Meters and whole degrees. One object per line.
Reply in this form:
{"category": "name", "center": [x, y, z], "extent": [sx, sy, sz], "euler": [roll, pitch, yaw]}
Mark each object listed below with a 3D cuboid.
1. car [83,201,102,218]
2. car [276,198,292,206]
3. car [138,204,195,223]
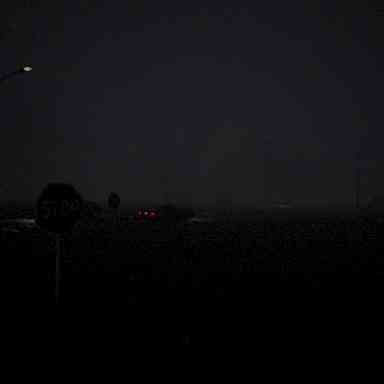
{"category": "car", "center": [-9.855, 1.501, 27.864], "extent": [1.837, 1.490, 4.892], "euler": [2, 2, 36]}
{"category": "car", "center": [18.642, 1.982, 67.430], "extent": [1.882, 1.535, 5.008], "euler": [2, 0, 36]}
{"category": "car", "center": [-1.968, 1.679, 26.832], "extent": [2.033, 1.411, 5.357], "euler": [2, 0, 36]}
